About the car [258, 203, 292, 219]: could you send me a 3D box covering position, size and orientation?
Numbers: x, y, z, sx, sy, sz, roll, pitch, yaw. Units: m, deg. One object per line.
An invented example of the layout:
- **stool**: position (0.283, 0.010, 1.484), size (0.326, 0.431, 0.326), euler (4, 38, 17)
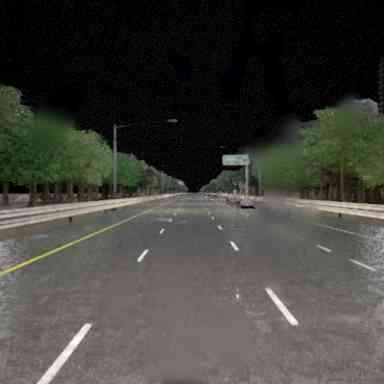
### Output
- **car**: position (7.047, 1.603, 28.812), size (1.895, 1.301, 4.718), euler (0, 0, 0)

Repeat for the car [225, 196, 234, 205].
- **car**: position (7.202, 1.486, 60.561), size (2.128, 1.511, 4.902), euler (0, 0, 0)

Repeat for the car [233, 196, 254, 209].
- **car**: position (7.112, 1.568, 44.679), size (1.994, 1.385, 4.181), euler (0, 0, 0)
